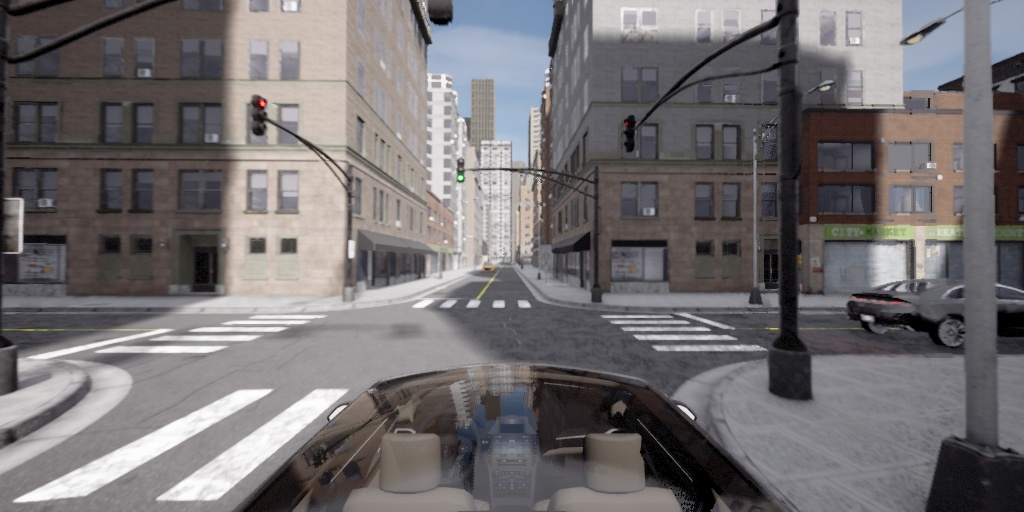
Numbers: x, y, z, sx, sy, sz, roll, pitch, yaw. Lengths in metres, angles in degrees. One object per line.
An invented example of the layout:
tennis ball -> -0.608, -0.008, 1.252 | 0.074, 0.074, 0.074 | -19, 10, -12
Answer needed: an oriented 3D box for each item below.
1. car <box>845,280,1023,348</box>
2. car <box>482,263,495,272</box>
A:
car -> 11.307, 1.347, 8.999 | 4.902, 1.511, 2.128 | 0, -1, -1
car -> -3.804, 1.856, 58.476 | 1.882, 1.535, 5.008 | 0, -1, -1
